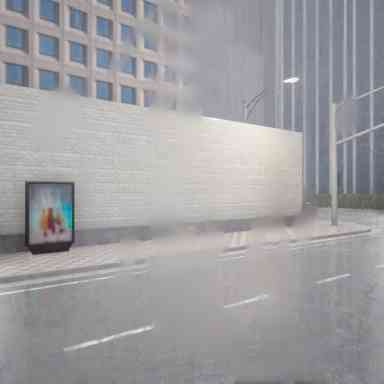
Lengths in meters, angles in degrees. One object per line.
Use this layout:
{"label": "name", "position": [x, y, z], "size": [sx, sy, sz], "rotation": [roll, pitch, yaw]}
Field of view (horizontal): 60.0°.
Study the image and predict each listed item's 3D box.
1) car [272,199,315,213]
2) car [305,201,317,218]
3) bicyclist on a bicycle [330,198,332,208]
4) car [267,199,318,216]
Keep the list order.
{"label": "car", "position": [11.895, 1.581, 39.132], "size": [1.812, 1.442, 4.674], "rotation": [0, 0, -36]}
{"label": "car", "position": [9.053, 1.533, 30.755], "size": [1.882, 1.535, 5.008], "rotation": [0, 0, -36]}
{"label": "bicyclist on a bicycle", "position": [18.659, 1.356, 43.935], "size": [1.656, 1.620, 0.582], "rotation": [0, 0, -36]}
{"label": "car", "position": [10.434, 1.547, 34.841], "size": [2.128, 1.511, 4.902], "rotation": [0, 0, -36]}
